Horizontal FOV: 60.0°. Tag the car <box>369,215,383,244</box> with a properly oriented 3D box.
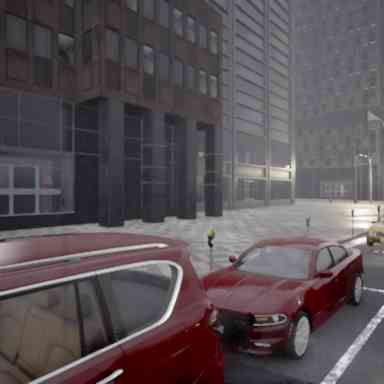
[{"bbox_3d":[8.830,1.498,14.371,1.752,1.417,4.829,0,0,40],"label":"car"}]

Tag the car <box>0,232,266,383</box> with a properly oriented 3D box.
[{"bbox_3d":[-1.796,1.323,1.870,2.192,1.841,5.009,0,0,40],"label":"car"}]

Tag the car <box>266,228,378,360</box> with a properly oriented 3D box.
[{"bbox_3d":[1.782,1.540,6.080,1.887,1.381,4.507,0,0,40],"label":"car"}]
